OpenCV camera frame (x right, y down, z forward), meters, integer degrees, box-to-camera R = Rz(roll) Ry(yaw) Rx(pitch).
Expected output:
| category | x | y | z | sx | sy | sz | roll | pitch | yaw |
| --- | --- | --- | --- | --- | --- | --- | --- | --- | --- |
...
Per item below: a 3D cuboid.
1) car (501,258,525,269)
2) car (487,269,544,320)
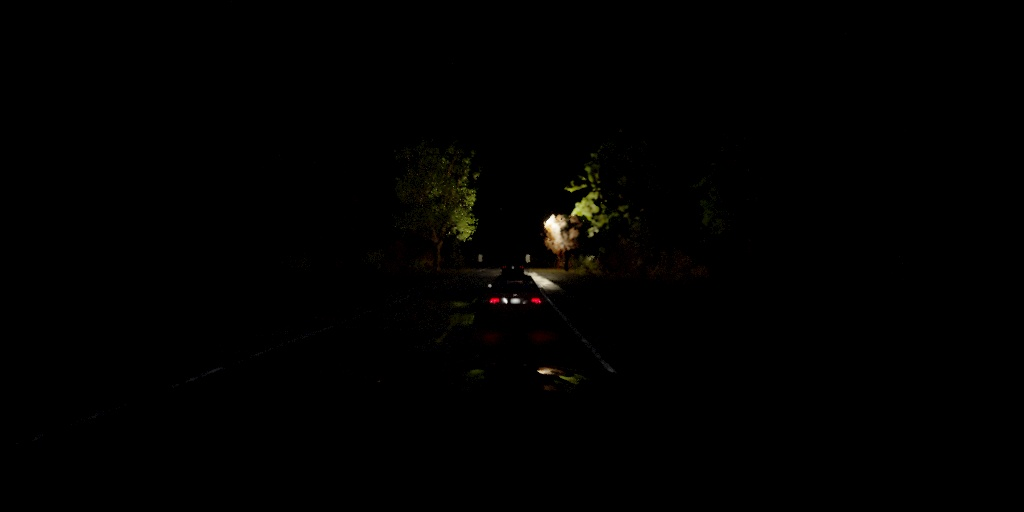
| category | x | y | z | sx | sy | sz | roll | pitch | yaw |
| --- | --- | --- | --- | --- | --- | --- | --- | --- | --- |
| car | 0.089 | 1.218 | 36.210 | 2.150 | 2.045 | 5.566 | 0 | -1 | 0 |
| car | 0.096 | 1.367 | 12.896 | 2.033 | 1.411 | 5.357 | 0 | 0 | 0 |
